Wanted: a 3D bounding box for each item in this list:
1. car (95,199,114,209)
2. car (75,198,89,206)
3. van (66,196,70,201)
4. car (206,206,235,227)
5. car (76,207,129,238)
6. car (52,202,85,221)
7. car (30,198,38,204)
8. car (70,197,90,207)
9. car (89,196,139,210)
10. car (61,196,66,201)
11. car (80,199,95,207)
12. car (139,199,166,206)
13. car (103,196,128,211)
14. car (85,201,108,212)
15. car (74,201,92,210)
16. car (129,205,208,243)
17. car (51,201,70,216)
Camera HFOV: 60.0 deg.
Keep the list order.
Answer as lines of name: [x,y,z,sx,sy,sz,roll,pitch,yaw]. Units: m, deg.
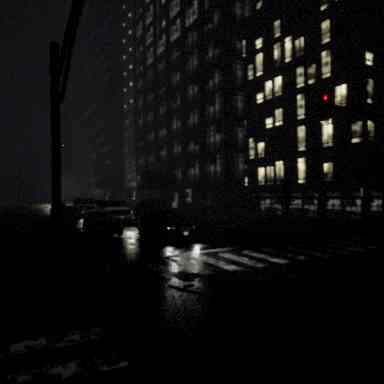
car: [-14.654,1.964,55.241,1.882,1.535,5.008,-1,0,-29]
car: [-23.254,2.065,70.125,1.967,1.590,4.097,0,0,-29]
van: [-28.647,2.054,80.035,1.690,1.788,3.998,0,0,-29]
car: [1.295,1.740,24.923,1.752,1.417,4.829,0,0,-29]
car: [-5.292,1.831,19.633,2.008,1.369,4.403,0,0,-29]
car: [-11.722,1.956,31.394,1.947,1.339,4.313,0,0,-29]
car: [-38.689,2.273,80.960,1.967,1.590,4.097,0,0,-29]
car: [-11.575,1.623,36.547,2.150,2.045,5.566,-1,0,-29]
car: [-6.465,1.536,27.129,2.150,2.045,5.566,-1,0,-29]
car: [-31.342,2.306,84.990,2.008,1.369,4.403,0,0,-29]
car: [-20.558,2.126,65.168,1.887,1.381,4.507,0,0,-29]
car: [-4.383,1.628,35.438,2.192,1.841,5.009,0,0,-29]
car: [-11.355,1.660,49.103,2.150,2.045,5.566,-1,0,-29]
car: [-13.424,1.998,46.515,2.033,1.411,5.357,-1,0,-28]
car: [-18.079,2.128,54.969,1.895,1.301,4.718,-1,0,-29]
car: [-1.443,1.720,17.901,2.128,1.511,4.902,-1,0,-29]
car: [-14.419,1.986,36.350,2.008,1.369,4.403,0,0,-29]
